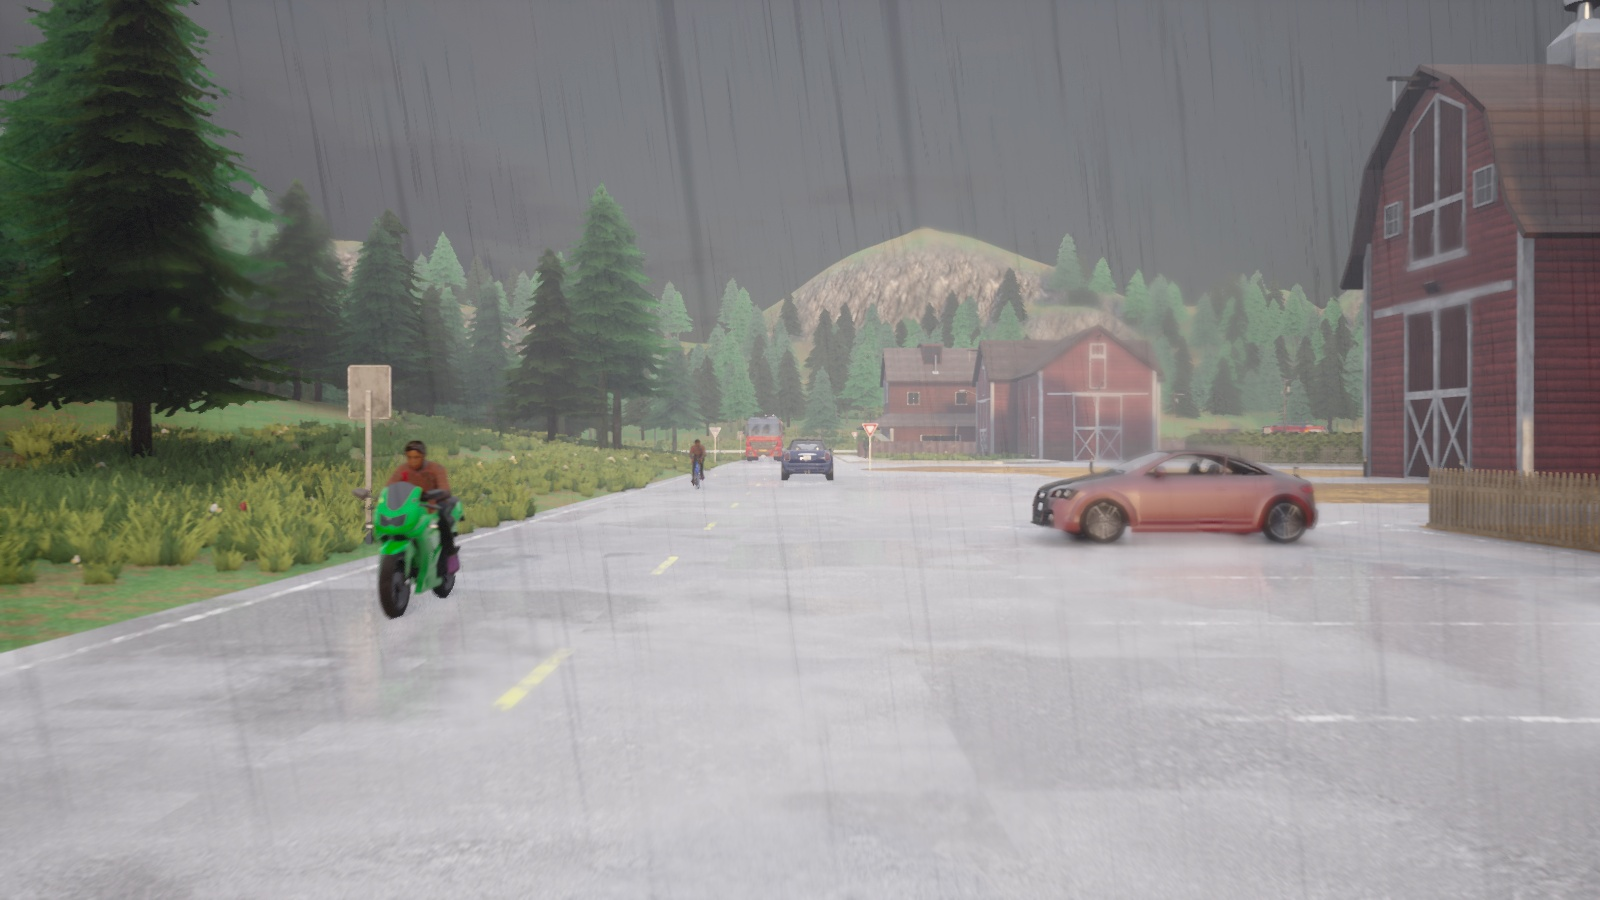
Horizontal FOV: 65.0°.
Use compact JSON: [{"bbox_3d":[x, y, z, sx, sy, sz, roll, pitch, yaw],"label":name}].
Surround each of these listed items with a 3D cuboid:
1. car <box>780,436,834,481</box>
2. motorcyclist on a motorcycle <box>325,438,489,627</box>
[{"bbox_3d":[0.304,0.318,50.987,2.097,1.767,4.553,0,0,1],"label":"car"},{"bbox_3d":[-3.421,0.663,11.142,0.797,1.523,2.044,0,0,0],"label":"motorcyclist on a motorcycle"}]
